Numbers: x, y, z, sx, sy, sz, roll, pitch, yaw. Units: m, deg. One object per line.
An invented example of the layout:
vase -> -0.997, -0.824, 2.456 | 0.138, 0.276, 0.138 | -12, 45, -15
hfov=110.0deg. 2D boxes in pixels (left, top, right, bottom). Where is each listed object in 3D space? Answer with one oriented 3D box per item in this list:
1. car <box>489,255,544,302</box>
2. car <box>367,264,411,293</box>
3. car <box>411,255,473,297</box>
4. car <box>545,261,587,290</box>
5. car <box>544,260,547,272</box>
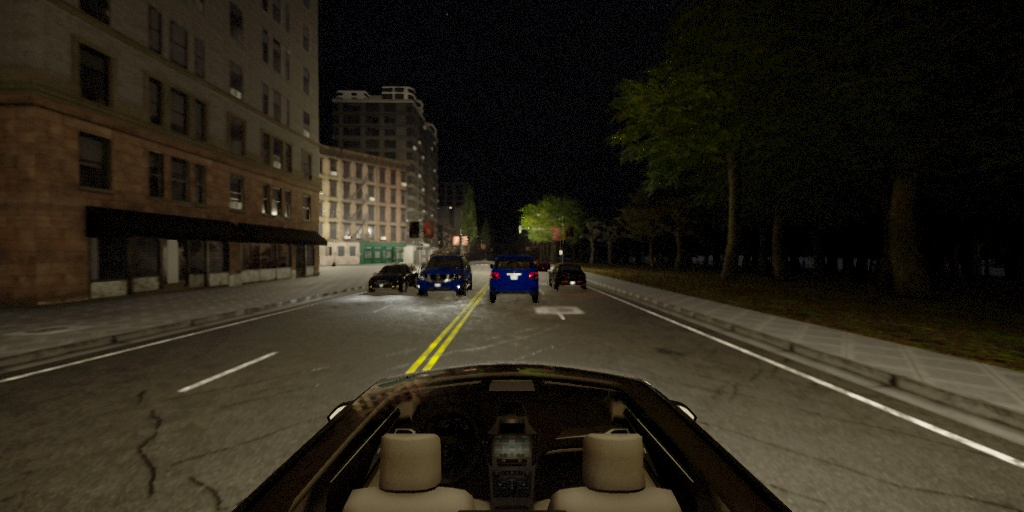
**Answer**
car -> 0.095, 0.955, 17.105 | 2.150, 2.045, 5.566 | 0, 0, 0
car -> -6.594, 1.233, 20.505 | 1.837, 1.490, 4.892 | 0, 0, 0
car -> -3.343, 0.951, 18.915 | 2.150, 2.045, 5.566 | 0, 0, 0
car -> 3.351, 1.231, 22.216 | 1.837, 1.490, 4.892 | 0, 0, 0
car -> 3.359, 1.176, 40.875 | 1.882, 1.535, 5.008 | 0, 0, 0
